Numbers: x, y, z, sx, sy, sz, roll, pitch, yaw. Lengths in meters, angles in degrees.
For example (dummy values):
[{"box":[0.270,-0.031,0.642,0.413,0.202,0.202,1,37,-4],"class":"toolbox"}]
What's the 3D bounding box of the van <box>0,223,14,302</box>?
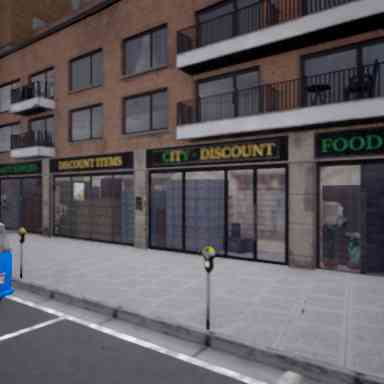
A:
[{"box":[-5.373,1.419,6.894,3.998,1.788,1.690,-1,0,35],"class":"van"}]
